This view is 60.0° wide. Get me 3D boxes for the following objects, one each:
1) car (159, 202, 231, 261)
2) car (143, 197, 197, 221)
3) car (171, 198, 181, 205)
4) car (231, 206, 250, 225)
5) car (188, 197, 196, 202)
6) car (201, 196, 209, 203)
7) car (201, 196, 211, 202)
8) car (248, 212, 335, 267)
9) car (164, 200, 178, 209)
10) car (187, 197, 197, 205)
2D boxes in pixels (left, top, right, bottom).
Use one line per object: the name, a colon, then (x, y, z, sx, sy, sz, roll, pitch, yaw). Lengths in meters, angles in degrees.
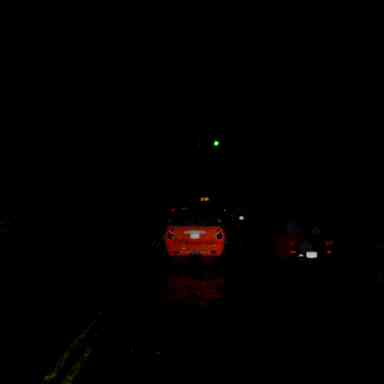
car: (0.097, 1.445, 12.779, 2.097, 1.767, 4.553, 0, 0, 0)
car: (-2.027, 1.415, 26.700, 2.150, 2.045, 5.566, 2, -1, -30)
car: (-3.262, 2.000, 69.057, 1.994, 1.385, 4.181, 0, 0, 0)
car: (3.346, 1.741, 24.485, 1.994, 1.385, 4.181, 0, 0, 0)
car: (-0.014, 1.904, 84.061, 1.994, 1.385, 4.181, 0, 0, 0)
car: (3.236, 1.829, 84.062, 1.882, 1.535, 5.008, 0, 0, 0)
car: (3.237, 2.062, 74.148, 1.895, 1.301, 4.718, 0, 0, 0)
car: (3.348, 1.610, 11.605, 1.812, 1.442, 4.674, 0, 0, 0)
car: (-3.323, 1.959, 53.520, 1.895, 1.301, 4.718, 0, 0, 0)
car: (-0.012, 1.986, 73.639, 2.128, 1.511, 4.902, 0, 0, 0)
